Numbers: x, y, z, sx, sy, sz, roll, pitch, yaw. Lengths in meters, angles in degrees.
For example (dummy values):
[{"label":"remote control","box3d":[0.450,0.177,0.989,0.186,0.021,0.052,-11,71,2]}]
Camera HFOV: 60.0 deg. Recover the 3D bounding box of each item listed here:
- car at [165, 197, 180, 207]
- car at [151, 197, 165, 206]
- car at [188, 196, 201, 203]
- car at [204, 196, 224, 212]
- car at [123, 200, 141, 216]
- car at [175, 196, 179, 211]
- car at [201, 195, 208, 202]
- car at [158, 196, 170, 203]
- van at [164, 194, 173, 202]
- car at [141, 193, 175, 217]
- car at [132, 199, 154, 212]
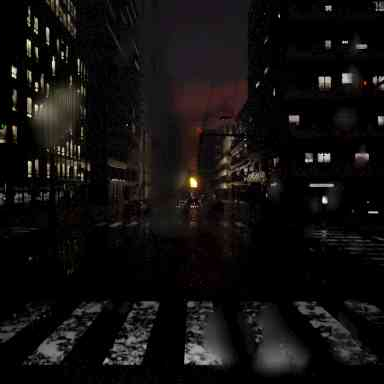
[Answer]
[{"label":"car","box3d":[-2.976,1.534,52.186,2.033,1.411,5.357,0,0,0]},{"label":"car","box3d":[-5.584,1.531,55.651,1.887,1.381,4.507,-1,0,0]},{"label":"car","box3d":[0.241,1.475,66.104,2.128,1.511,4.902,0,0,0]},{"label":"car","box3d":[2.759,1.540,38.669,2.008,1.369,4.403,-1,0,0]},{"label":"car","box3d":[-5.634,1.516,32.863,1.752,1.417,4.829,-1,0,0]},{"label":"car","box3d":[-3.006,1.210,41.642,2.150,2.045,5.566,0,0,0]},{"label":"car","box3d":[2.832,1.423,72.597,1.967,1.590,4.097,-1,0,0]},{"label":"car","box3d":[-5.559,1.529,66.960,1.887,1.381,4.507,-1,0,0]},{"label":"van","box3d":[-5.537,1.323,78.270,1.690,1.788,3.998,-1,0,0]},{"label":"car","box3d":[-3.037,1.213,31.163,2.150,2.045,5.566,0,0,0]},{"label":"car","box3d":[-5.621,1.555,38.687,1.947,1.339,4.313,-1,0,0]}]
